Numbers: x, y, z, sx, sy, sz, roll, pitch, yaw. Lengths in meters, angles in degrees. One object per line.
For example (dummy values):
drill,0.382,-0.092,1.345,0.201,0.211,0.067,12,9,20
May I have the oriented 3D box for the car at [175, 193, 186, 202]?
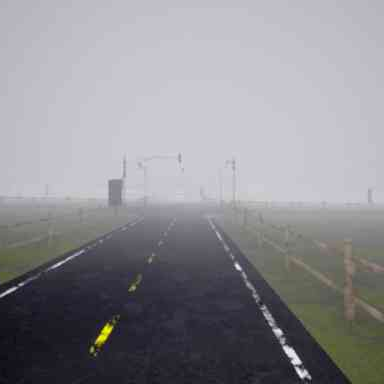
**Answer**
car,-2.690,1.177,76.787,2.150,2.045,5.566,0,0,0
